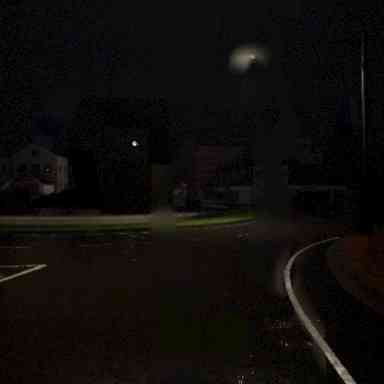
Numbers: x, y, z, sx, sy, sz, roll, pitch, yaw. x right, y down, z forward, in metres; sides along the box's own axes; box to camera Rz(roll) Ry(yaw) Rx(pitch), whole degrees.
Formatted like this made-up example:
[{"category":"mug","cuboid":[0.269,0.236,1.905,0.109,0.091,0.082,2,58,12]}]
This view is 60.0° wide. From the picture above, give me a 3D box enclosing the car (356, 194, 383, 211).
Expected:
[{"category":"car","cuboid":[22.508,1.237,39.370,5.566,2.045,2.150,0,0,6]}]
